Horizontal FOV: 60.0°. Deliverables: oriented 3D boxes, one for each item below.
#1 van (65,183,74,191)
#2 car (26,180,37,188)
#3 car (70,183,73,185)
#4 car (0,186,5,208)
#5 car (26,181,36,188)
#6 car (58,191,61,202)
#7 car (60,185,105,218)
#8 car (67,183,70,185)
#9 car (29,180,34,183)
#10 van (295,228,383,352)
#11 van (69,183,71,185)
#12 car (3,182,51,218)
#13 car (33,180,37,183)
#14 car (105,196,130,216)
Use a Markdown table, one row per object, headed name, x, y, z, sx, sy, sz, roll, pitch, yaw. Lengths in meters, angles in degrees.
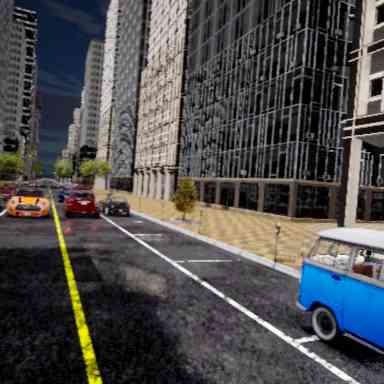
| name | x | y | z | sx | sy | sz | roll | pitch | yaw |
| --- | --- | --- | --- | --- | --- | --- | --- | --- | --- |
| van | -28.469 | -1.152 | 77.424 | 1.690 | 1.788 | 3.998 | 3 | 1 | -24 |
| car | -40.656 | -2.103 | 84.497 | 2.192 | 1.841 | 5.009 | 3 | 1 | -24 |
| car | -17.154 | -0.212 | 51.373 | 2.192 | 1.841 | 5.009 | 3 | 1 | -24 |
| car | -13.519 | 0.449 | 21.975 | 2.008 | 1.369 | 4.403 | 3 | 1 | -24 |
| car | -38.401 | -1.784 | 79.288 | 1.967 | 1.590 | 4.097 | 3 | 1 | -24 |
| car | -13.452 | 0.390 | 36.249 | 1.994 | 1.385 | 4.181 | 4 | 0 | -23 |
| car | -7.565 | 0.677 | 22.720 | 2.097 | 1.767 | 4.553 | 4 | 0 | -23 |
| car | -21.687 | -0.473 | 61.795 | 1.967 | 1.590 | 4.097 | 3 | 1 | -24 |
| car | -29.359 | -0.885 | 58.448 | 1.947 | 1.339 | 4.313 | 3 | 1 | -24 |
| van | 3.209 | 1.547 | 4.481 | 1.690 | 1.788 | 3.998 | 3 | 1 | -24 |
| van | -19.418 | -0.379 | 56.584 | 1.690 | 1.788 | 3.998 | 3 | 1 | -24 |
| car | -9.748 | 0.534 | 20.084 | 2.097 | 1.767 | 4.553 | 4 | 0 | -24 |
| car | -33.883 | -1.286 | 68.868 | 2.008 | 1.369 | 4.403 | 3 | 1 | -24 |
| car | -5.855 | 0.987 | 25.323 | 2.008 | 1.369 | 4.403 | 3 | 1 | -24 |
